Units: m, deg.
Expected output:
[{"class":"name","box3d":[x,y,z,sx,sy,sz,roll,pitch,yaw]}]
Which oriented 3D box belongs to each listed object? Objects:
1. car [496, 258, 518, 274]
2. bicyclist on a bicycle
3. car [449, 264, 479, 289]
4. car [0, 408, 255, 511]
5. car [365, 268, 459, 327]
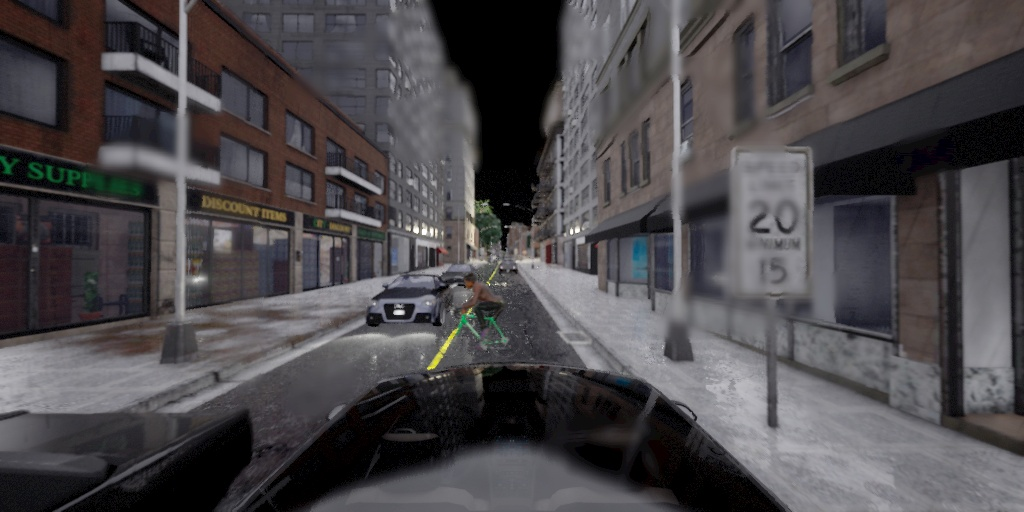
[{"class":"car","box3d":[-0.361,1.114,36.596,1.895,1.301,4.718,0,0,1]},{"class":"bicyclist on a bicycle","box3d":[-0.621,1.166,6.810,1.656,1.620,0.582,-1,0,-1]},{"class":"car","box3d":[-3.102,1.177,22.048,2.033,1.411,5.357,0,0,0]},{"class":"car","box3d":[-2.814,1.361,0.400,1.895,1.301,4.718,0,0,-1]},{"class":"car","box3d":[-2.976,1.263,11.227,1.994,1.385,4.181,0,0,-2]}]
